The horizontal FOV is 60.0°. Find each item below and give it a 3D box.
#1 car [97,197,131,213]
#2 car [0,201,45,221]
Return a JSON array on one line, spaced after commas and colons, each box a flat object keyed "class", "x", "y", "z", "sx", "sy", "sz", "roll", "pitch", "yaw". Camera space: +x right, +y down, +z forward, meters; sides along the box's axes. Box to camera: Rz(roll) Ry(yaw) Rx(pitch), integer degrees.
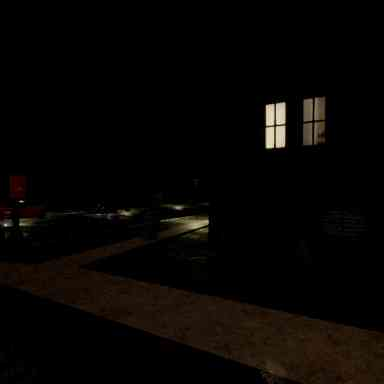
[{"class": "car", "x": -10.264, "y": 1.687, "z": 44.260, "sx": 2.150, "sy": 2.045, "sz": 5.566, "roll": 1, "pitch": -1, "yaw": 20}, {"class": "car", "x": -15.275, "y": 1.589, "z": 29.478, "sx": 2.097, "sy": 1.767, "sz": 4.553, "roll": 1, "pitch": -1, "yaw": 18}]
